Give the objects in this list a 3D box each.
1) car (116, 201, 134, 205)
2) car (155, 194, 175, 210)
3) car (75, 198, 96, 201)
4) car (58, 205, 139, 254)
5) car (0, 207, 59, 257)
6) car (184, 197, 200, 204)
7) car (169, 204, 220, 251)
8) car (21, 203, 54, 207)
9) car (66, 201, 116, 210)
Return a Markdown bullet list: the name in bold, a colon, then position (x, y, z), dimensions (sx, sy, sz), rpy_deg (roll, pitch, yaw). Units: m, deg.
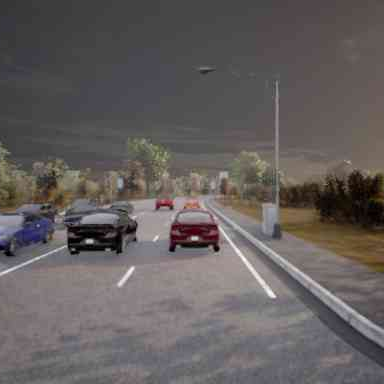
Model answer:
- **car**: position (-7.009, 1.577, 33.437), dimensions (2.033, 1.411, 5.357), rpy_deg (0, 0, 0)
- **car**: position (-3.508, 1.260, 43.174), dimensions (2.150, 2.045, 5.566), rpy_deg (0, 0, 0)
- **car**: position (-10.509, 1.381, 32.296), dimensions (2.097, 1.767, 4.553), rpy_deg (0, 0, 0)
- **car**: position (-3.405, 1.490, 13.522), dimensions (1.882, 1.535, 5.008), rpy_deg (0, 0, 0)
- **car**: position (-7.093, 1.538, 13.187), dimensions (1.812, 1.442, 4.674), rpy_deg (0, 0, 0)
- **car**: position (-0.007, 1.390, 43.531), dimensions (2.097, 1.767, 4.553), rpy_deg (0, 0, 0)
- **car**: position (0.096, 1.490, 14.220), dimensions (1.882, 1.535, 5.008), rpy_deg (0, 0, 0)
- **car**: position (-10.548, 1.525, 22.224), dimensions (1.837, 1.490, 4.892), rpy_deg (0, 0, 1)
- **car**: position (-7.046, 1.568, 22.779), dimensions (2.033, 1.411, 5.357), rpy_deg (0, 0, 0)
